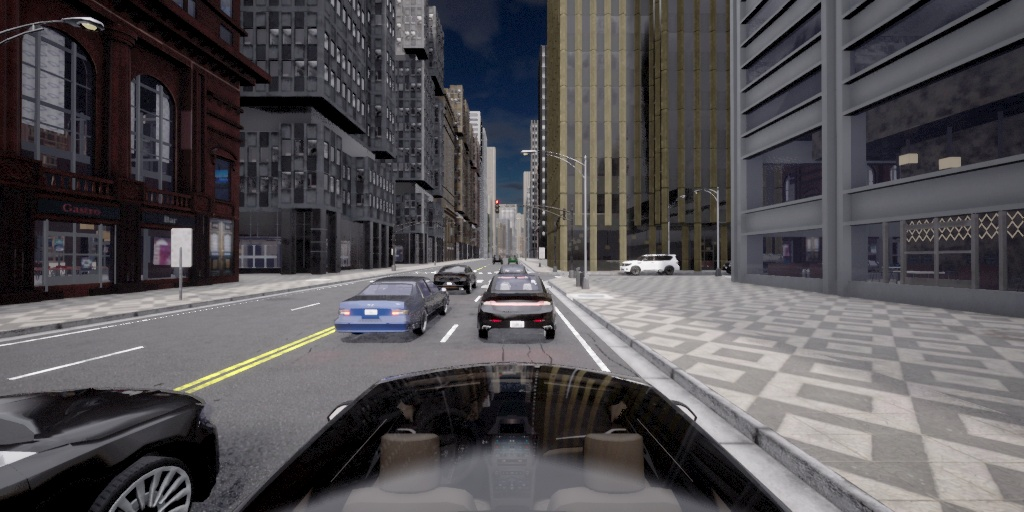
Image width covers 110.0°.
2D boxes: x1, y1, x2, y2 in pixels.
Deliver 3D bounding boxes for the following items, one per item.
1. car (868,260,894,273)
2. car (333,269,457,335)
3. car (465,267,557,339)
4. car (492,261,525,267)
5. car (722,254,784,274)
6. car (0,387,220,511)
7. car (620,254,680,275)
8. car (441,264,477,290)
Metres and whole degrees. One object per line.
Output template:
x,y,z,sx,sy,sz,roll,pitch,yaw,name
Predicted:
34.779,1.099,35.803,5.357,1.411,2.033,0,0,0,car
-3.129,1.293,10.480,2.033,1.411,5.357,0,0,0,car
0.119,1.238,10.059,2.128,1.511,4.902,0,0,0,car
0.044,1.225,19.489,2.128,1.511,4.902,0,0,0,car
24.162,0.815,35.816,5.566,2.045,2.150,0,0,0,car
-3.149,1.241,0.736,2.128,1.511,4.902,0,0,0,car
13.735,0.859,35.816,5.566,2.045,2.150,0,0,0,car
-3.102,1.210,20.248,1.882,1.535,5.008,0,0,0,car
